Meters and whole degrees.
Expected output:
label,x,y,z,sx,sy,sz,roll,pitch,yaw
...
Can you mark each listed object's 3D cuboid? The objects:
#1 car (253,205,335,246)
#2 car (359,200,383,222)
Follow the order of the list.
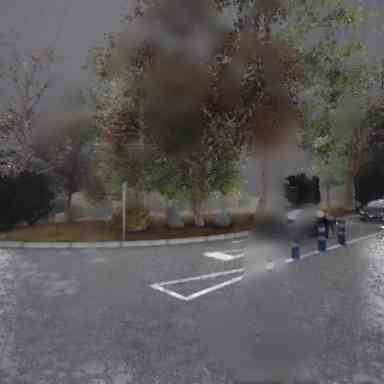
label,x,y,z,sx,sy,sz,roll,pitch,yaw
car,4.740,1.402,15.114,5.008,1.535,1.882,0,1,-44
car,13.726,1.353,24.060,1.837,1.490,4.892,1,1,45
